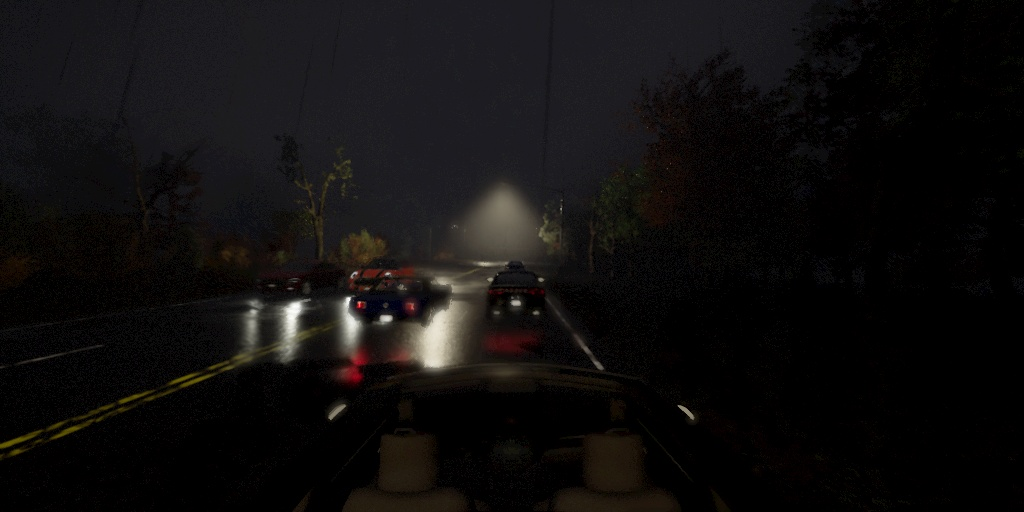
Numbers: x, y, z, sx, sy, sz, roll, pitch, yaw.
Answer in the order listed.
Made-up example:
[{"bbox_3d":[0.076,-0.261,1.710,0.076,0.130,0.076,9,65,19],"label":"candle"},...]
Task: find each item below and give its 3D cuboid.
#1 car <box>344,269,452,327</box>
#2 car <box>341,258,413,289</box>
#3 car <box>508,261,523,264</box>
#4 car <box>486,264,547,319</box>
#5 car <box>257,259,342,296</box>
[{"bbox_3d":[-3.105,1.265,11.138,1.895,1.301,4.718,2,0,0],"label":"car"},{"bbox_3d":[-6.504,0.901,18.448,2.097,1.767,4.553,2,0,0],"label":"car"},{"bbox_3d":[0.311,1.210,33.025,1.812,1.442,4.674,3,-1,0],"label":"car"},{"bbox_3d":[0.145,1.215,12.795,1.882,1.535,5.008,0,0,0],"label":"car"},{"bbox_3d":[-9.766,0.933,17.096,1.882,1.535,5.008,2,0,0],"label":"car"}]
